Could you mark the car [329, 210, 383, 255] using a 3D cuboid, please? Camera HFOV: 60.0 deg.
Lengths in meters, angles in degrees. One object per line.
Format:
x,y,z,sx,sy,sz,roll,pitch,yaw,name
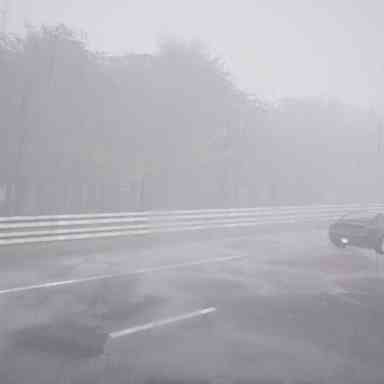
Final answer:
7.481,1.492,13.271,4.892,1.490,1.837,0,0,-34,car
